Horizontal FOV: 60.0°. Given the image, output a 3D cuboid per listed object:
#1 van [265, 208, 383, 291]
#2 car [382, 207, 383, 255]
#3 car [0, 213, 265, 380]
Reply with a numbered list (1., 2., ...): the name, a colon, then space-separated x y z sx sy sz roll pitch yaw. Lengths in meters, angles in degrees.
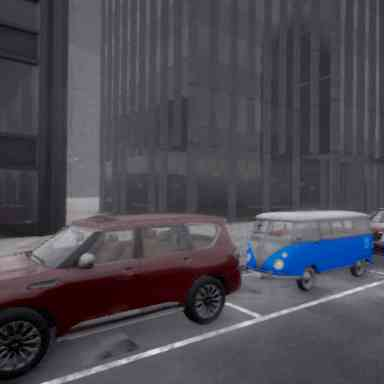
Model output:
1. van: 3.211 1.413 8.938 3.998 1.788 1.690 1 0 -36
2. car: 7.778 1.440 12.197 5.009 1.841 2.192 1 0 -36
3. car: -1.354 1.335 5.680 5.009 1.841 2.192 1 0 -36
